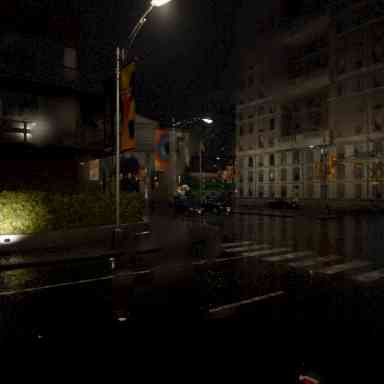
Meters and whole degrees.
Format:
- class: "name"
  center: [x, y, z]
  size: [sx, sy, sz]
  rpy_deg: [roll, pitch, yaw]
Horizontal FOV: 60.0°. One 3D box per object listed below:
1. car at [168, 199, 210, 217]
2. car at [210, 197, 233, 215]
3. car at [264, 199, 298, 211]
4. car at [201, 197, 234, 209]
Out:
- class: "car"
  center: [-0.655, 1.526, 32.093]
  size: [1.812, 1.442, 4.674]
  rpy_deg: [0, 0, -35]
- class: "car"
  center: [2.136, 1.491, 34.211]
  size: [2.128, 1.511, 4.902]
  rpy_deg: [0, 0, -35]
- class: "car"
  center: [11.131, 1.564, 41.752]
  size: [1.994, 1.385, 4.181]
  rpy_deg: [0, 0, -35]
- class: "car"
  center: [3.516, 1.478, 46.457]
  size: [1.882, 1.535, 5.008]
  rpy_deg: [0, 0, -35]
